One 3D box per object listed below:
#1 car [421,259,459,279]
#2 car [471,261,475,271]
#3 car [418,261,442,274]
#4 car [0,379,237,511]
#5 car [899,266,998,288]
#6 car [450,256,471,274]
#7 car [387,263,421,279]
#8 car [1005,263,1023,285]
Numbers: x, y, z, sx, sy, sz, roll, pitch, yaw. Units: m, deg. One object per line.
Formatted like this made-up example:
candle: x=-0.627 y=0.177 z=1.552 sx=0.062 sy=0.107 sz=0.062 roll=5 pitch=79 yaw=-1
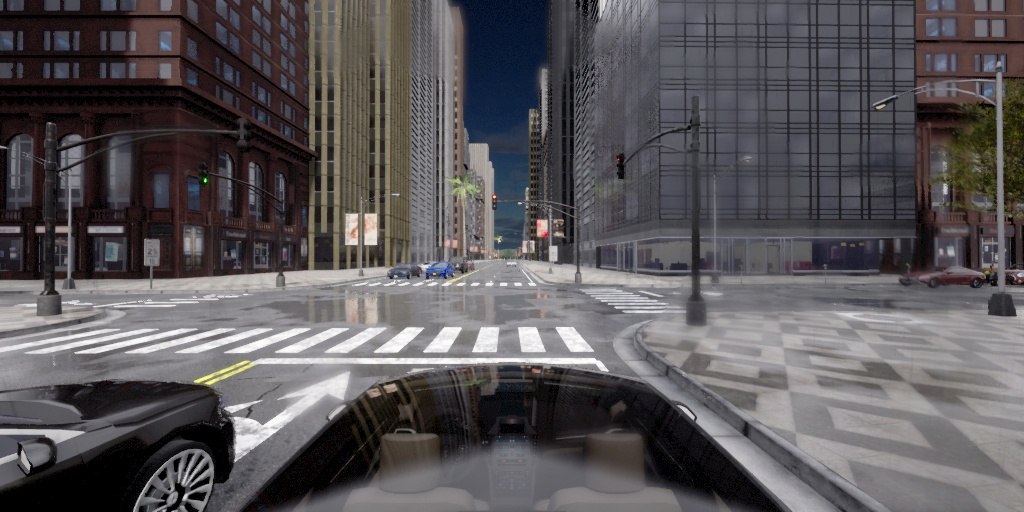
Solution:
car: x=-6.651 y=1.291 z=33.573 sx=1.882 sy=1.535 sz=5.008 roll=0 pitch=0 yaw=2
car: x=-6.670 y=1.411 z=53.970 sx=1.812 sy=1.442 sz=4.674 roll=0 pitch=0 yaw=0
car: x=-9.923 y=1.371 z=43.729 sx=1.812 sy=1.442 sz=4.674 roll=0 pitch=0 yaw=0
car: x=-3.138 y=1.241 z=0.933 sx=2.128 sy=1.511 sz=4.902 roll=0 pitch=0 yaw=-1
car: x=26.430 y=1.274 z=22.027 sx=4.207 sy=1.307 sz=1.802 roll=0 pitch=0 yaw=-1
car: x=-6.669 y=1.067 z=43.681 sx=2.150 sy=2.045 sz=5.566 roll=0 pitch=0 yaw=0
car: x=-9.871 y=1.361 z=33.542 sx=2.033 sy=1.411 sz=5.357 roll=0 pitch=0 yaw=3
car: x=32.068 y=1.116 z=22.125 sx=4.097 sy=1.591 sz=1.967 roll=0 pitch=0 yaw=-1
